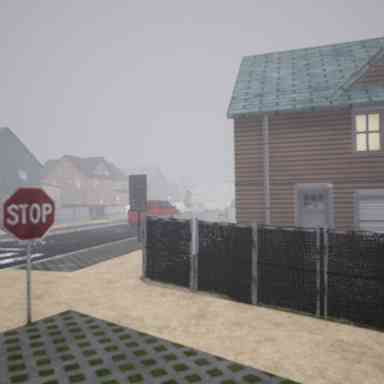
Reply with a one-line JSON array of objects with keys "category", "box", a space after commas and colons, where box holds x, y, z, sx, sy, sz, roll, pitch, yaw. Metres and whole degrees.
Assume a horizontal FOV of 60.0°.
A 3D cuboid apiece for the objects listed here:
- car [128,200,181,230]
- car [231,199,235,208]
[{"category": "car", "box": [-2.566, 1.582, 23.927, 2.150, 2.045, 5.566, -1, -1, 18]}, {"category": "car", "box": [8.387, 2.282, 59.161, 2.150, 2.045, 5.566, -1, -2, 17]}]
